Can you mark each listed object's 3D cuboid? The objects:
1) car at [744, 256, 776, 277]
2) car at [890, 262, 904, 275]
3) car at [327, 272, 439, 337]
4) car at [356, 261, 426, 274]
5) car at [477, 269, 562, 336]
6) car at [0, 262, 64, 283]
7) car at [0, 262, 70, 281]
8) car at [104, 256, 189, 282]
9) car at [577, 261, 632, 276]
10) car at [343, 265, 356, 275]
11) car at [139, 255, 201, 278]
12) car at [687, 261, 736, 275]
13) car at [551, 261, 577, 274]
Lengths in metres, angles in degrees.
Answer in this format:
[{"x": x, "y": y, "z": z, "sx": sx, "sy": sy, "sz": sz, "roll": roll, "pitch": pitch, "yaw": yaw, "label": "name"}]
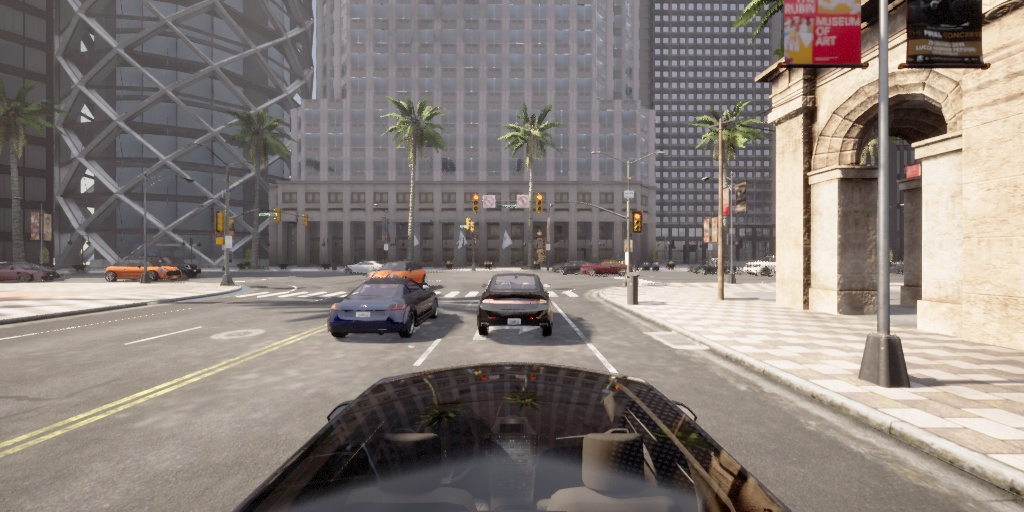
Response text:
[{"x": 26.374, "y": 0.971, "z": 35.814, "sx": 5.566, "sy": 2.045, "sz": 2.150, "roll": 0, "pitch": 0, "yaw": 0, "label": "car"}, {"x": 42.559, "y": 1.314, "z": 39.243, "sx": 4.181, "sy": 1.385, "sz": 1.994, "roll": 0, "pitch": 0, "yaw": 0, "label": "car"}, {"x": -3.419, "y": 1.314, "z": 10.261, "sx": 1.994, "sy": 1.385, "sz": 4.181, "roll": 0, "pitch": 0, "yaw": 0, "label": "car"}, {"x": -6.631, "y": 1.102, "z": 20.781, "sx": 2.097, "sy": 1.767, "sz": 4.553, "roll": 0, "pitch": 0, "yaw": 8, "label": "car"}, {"x": 0.118, "y": 1.242, "z": 10.392, "sx": 2.128, "sy": 1.511, "sz": 4.902, "roll": 0, "pitch": 0, "yaw": 2, "label": "car"}, {"x": -37.651, "y": 1.314, "z": 27.186, "sx": 4.181, "sy": 1.385, "sz": 1.994, "roll": 0, "pitch": 0, "yaw": -19, "label": "car"}, {"x": -40.885, "y": 1.240, "z": 29.739, "sx": 4.902, "sy": 1.511, "sz": 2.128, "roll": 0, "pitch": 0, "yaw": -23, "label": "car"}, {"x": -29.127, "y": 1.102, "z": 28.469, "sx": 4.553, "sy": 1.767, "sz": 2.097, "roll": 0, "pitch": 0, "yaw": -3, "label": "car"}, {"x": 9.397, "y": 1.227, "z": 35.866, "sx": 5.008, "sy": 1.535, "sz": 1.882, "roll": 0, "pitch": 0, "yaw": 0, "label": "car"}, {"x": -16.059, "y": 1.276, "z": 39.444, "sx": 4.674, "sy": 1.442, "sz": 1.812, "roll": 0, "pitch": 0, "yaw": 0, "label": "car"}, {"x": -31.167, "y": 0.971, "z": 31.965, "sx": 5.566, "sy": 2.045, "sz": 2.150, "roll": 0, "pitch": 0, "yaw": -3, "label": "car"}, {"x": 21.850, "y": 1.255, "z": 39.329, "sx": 4.892, "sy": 1.490, "sz": 1.837, "roll": 0, "pitch": 0, "yaw": 0, "label": "car"}, {"x": 6.732, "y": 1.256, "z": 39.374, "sx": 4.892, "sy": 1.490, "sz": 1.837, "roll": 0, "pitch": 0, "yaw": 0, "label": "car"}]
